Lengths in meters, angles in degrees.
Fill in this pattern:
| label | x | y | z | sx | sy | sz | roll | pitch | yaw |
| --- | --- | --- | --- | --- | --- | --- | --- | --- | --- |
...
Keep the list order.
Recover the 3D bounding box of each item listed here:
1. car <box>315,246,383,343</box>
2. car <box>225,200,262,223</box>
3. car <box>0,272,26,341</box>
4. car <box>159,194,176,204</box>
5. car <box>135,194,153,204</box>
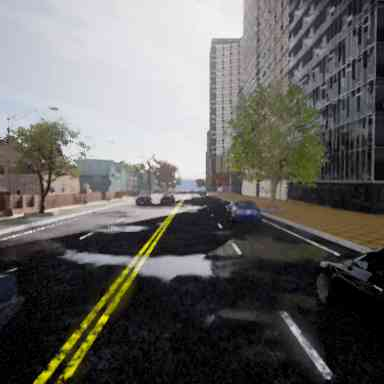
| label | x | y | z | sx | sy | sz | roll | pitch | yaw |
| --- | --- | --- | --- | --- | --- | --- | --- | --- | --- |
| car | 3.349 | 1.454 | 4.712 | 1.812 | 1.442 | 4.674 | 0 | 1 | 0 |
| car | 3.351 | 1.228 | 22.225 | 2.033 | 1.411 | 5.357 | 0 | 1 | 0 |
| car | -3.350 | 1.508 | 2.513 | 2.033 | 1.411 | 5.357 | 0 | 1 | 0 |
| car | -3.315 | 0.931 | 45.822 | 1.994 | 1.385 | 4.181 | 0 | 1 | 0 |
| car | -6.565 | 0.932 | 45.797 | 1.994 | 1.385 | 4.181 | 0 | 1 | 0 |
